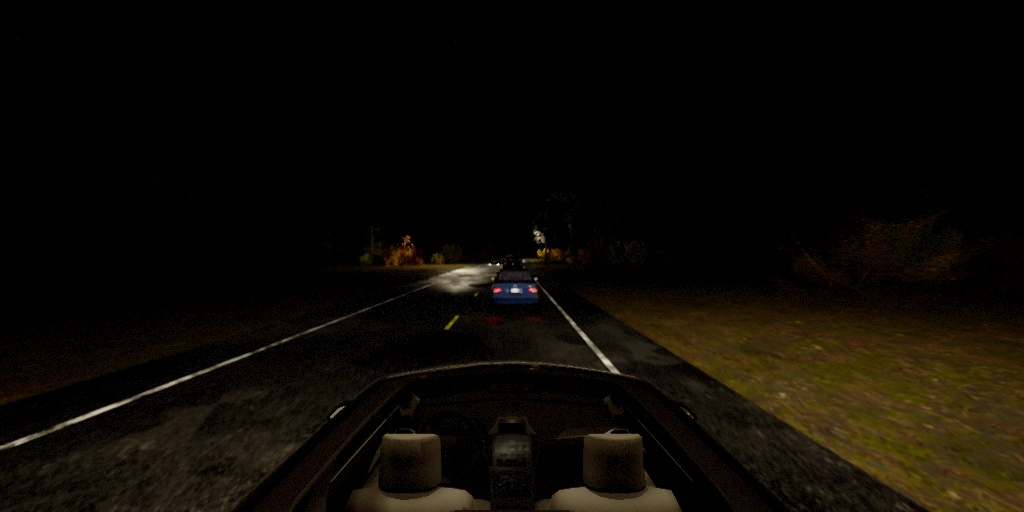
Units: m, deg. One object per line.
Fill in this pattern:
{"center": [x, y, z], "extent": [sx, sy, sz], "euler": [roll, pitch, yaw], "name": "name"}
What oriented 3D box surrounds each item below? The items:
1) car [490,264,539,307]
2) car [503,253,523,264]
{"center": [0.100, 1.209, 14.743], "extent": [2.033, 1.411, 5.357], "euler": [0, 0, 0], "name": "car"}
{"center": [0.100, 0.850, 39.200], "extent": [2.097, 1.767, 4.553], "euler": [0, 0, 0], "name": "car"}
